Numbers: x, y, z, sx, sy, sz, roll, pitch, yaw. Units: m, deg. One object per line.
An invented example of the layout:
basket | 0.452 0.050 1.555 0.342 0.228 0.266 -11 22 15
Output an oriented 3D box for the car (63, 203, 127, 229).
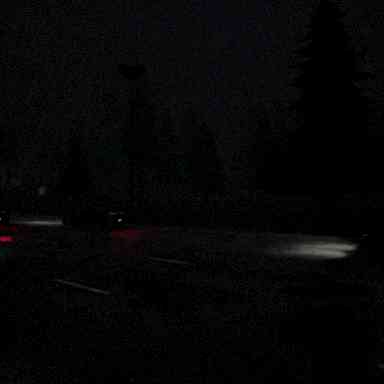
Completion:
car | -6.310 1.484 21.401 4.902 1.511 2.128 0 0 36

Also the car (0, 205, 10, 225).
car | -14.395 1.494 22.873 4.892 1.490 1.837 0 0 36

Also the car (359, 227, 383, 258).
car | 8.156 1.526 11.071 4.674 1.442 1.812 0 0 36
